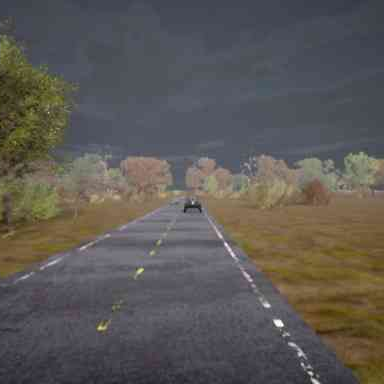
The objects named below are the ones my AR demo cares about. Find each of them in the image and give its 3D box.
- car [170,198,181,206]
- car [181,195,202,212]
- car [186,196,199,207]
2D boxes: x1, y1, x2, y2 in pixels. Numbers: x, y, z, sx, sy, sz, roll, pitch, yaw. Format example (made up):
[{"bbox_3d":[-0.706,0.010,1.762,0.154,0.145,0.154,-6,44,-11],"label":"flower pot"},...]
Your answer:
[{"bbox_3d":[-3.027,1.792,61.601,1.994,1.385,4.181,0,0,1],"label":"car"},{"bbox_3d":[0.099,1.384,41.347,2.150,2.045,5.566,0,0,0],"label":"car"},{"bbox_3d":[0.097,1.572,58.484,2.097,1.767,4.553,0,0,0],"label":"car"}]
